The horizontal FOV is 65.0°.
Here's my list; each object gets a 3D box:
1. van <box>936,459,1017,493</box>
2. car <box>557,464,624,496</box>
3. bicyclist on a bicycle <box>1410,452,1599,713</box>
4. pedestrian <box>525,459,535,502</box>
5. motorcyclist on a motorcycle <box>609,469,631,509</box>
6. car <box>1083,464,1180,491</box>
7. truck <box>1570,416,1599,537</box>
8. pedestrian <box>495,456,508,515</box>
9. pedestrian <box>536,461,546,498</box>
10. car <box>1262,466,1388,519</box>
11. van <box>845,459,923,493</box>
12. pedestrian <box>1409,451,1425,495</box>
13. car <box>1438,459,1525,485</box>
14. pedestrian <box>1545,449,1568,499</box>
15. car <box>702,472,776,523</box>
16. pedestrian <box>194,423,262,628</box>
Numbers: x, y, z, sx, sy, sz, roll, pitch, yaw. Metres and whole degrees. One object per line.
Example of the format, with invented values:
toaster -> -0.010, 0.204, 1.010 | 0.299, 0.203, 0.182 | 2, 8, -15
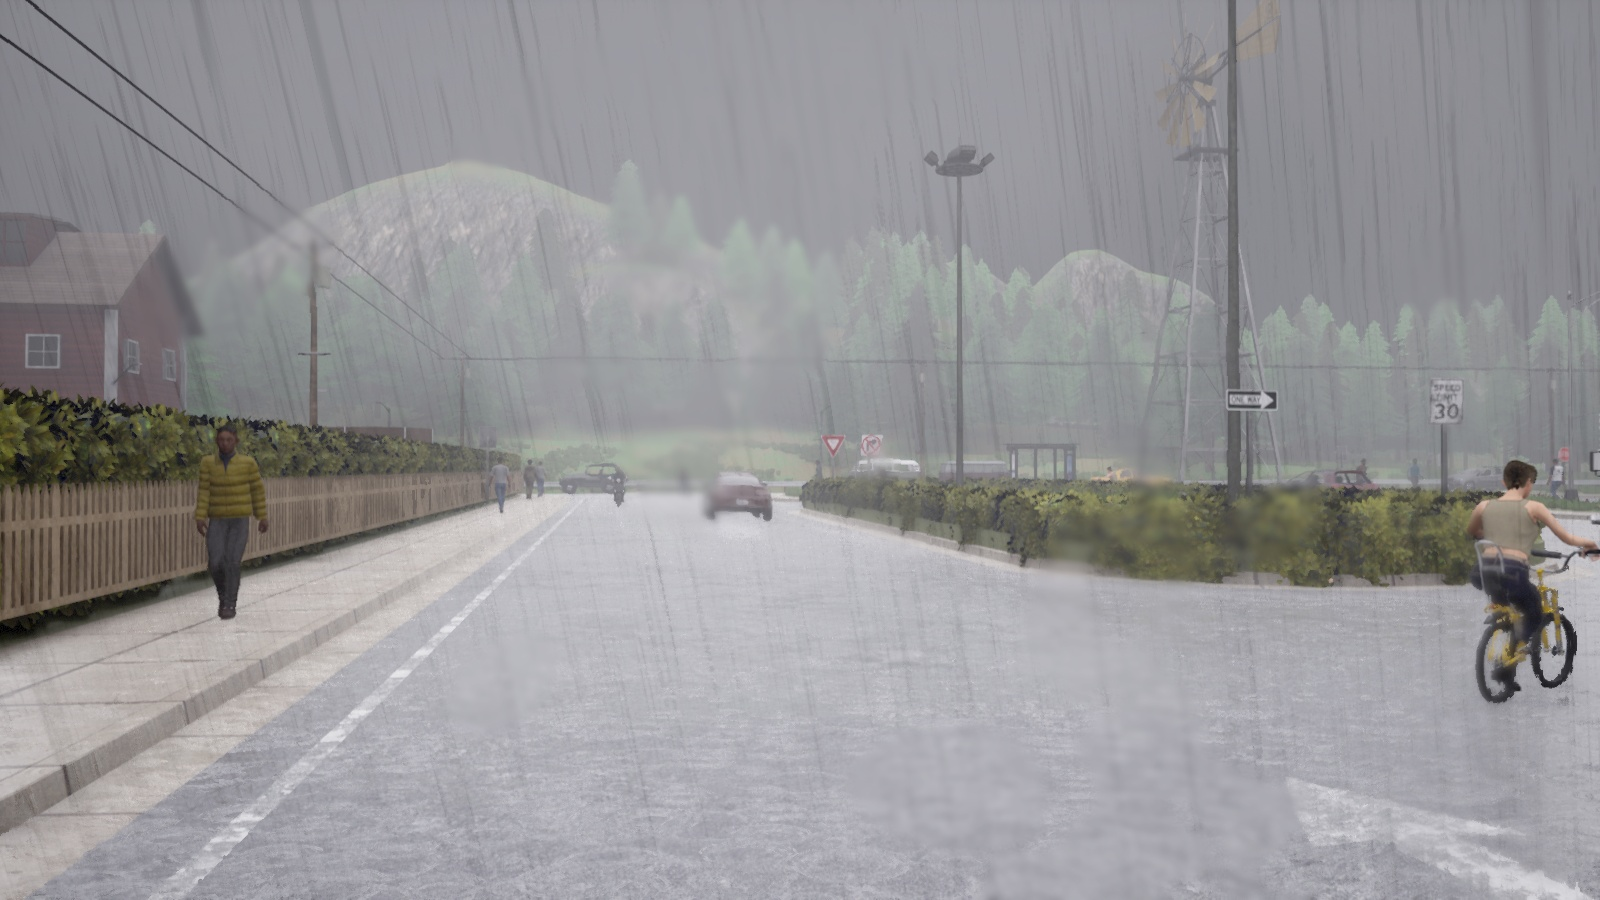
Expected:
van -> 10.470, 1.541, 74.819 | 4.442, 1.987, 1.775 | 0, -1, -8
car -> -12.512, 1.782, 75.108 | 3.866, 1.878, 1.905 | 0, -1, -8
bicyclist on a bicycle -> 4.964, 0.833, 8.568 | 1.509, 1.612, 0.866 | 1, -2, -40
pedestrian -> -12.113, 1.372, 56.352 | 0.396, 1.930, 0.692 | 0, -1, -9
motorcyclist on a motorcycle -> -7.226, 1.544, 50.338 | 0.866, 1.590, 1.817 | 0, -1, -8
car -> 20.089, 1.667, 76.173 | 5.366, 1.575, 1.801 | 0, -1, -8
truck -> 17.702, 0.531, 23.874 | 2.627, 2.467, 5.204 | 0, 0, -5
pedestrian -> -9.485, 1.116, 39.844 | 0.354, 1.836, 0.706 | 0, -1, -16
pedestrian -> -12.861, 1.463, 62.297 | 0.354, 1.836, 0.706 | 0, -1, -3
car -> 15.642, 1.232, 37.626 | 1.845, 1.501, 3.633 | 0, -1, -9
van -> 5.171, 1.597, 77.605 | 4.480, 2.038, 2.069 | 0, -1, -8
pedestrian -> 27.629, 1.038, 56.263 | 0.396, 1.930, 0.692 | -1, -1, 5
car -> 45.123, 1.463, 83.242 | 4.611, 1.667, 2.242 | 0, -1, -8
pedestrian -> 28.157, 0.898, 46.729 | 0.354, 1.836, 0.706 | 0, -1, -6
car -> -1.937, 1.402, 38.378 | 1.812, 1.442, 4.674 | 0, -1, -8
pedestrian -> -5.320, 0.682, 11.698 | 0.431, 1.840, 0.709 | 0, -1, -12
